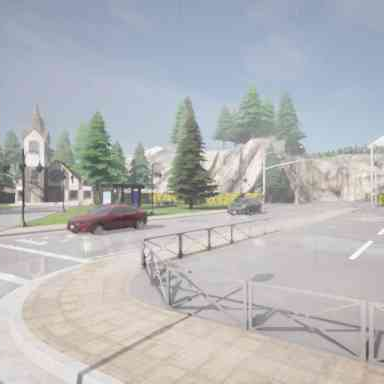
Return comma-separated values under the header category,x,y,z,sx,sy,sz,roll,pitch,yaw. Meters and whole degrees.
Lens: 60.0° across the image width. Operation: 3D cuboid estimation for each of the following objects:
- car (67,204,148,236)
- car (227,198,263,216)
category,x,y,z,sx,sy,sz,roll,pitch,yaw
car,-4.661,1.488,18.939,1.882,1.535,5.008,0,0,35
car,5.307,1.364,33.223,2.097,1.767,4.553,0,0,35
